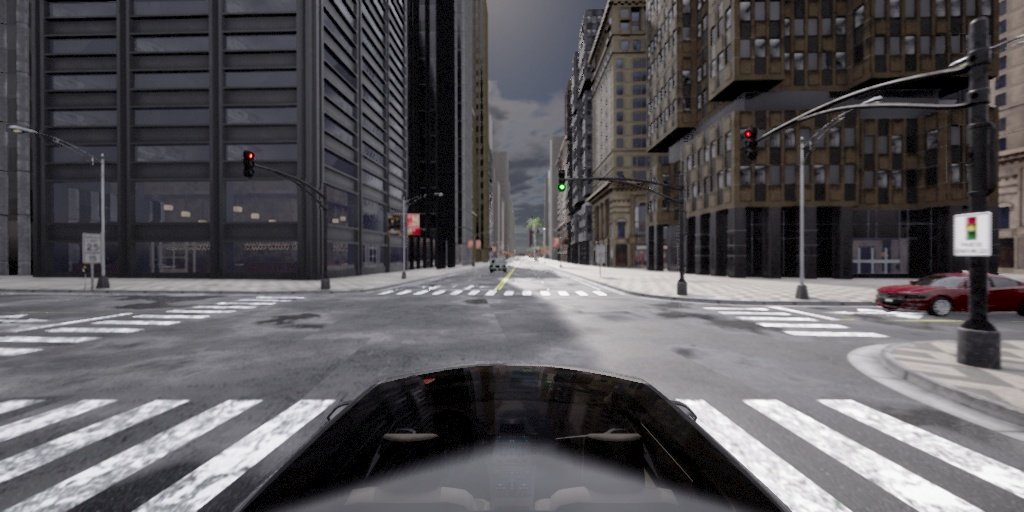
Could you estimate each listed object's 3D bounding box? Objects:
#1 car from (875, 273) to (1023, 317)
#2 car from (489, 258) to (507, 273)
[{"bbox_3d":[16.605,1.368,13.363,5.008,1.535,1.882,0,0,2],"label":"car"},{"bbox_3d":[-1.807,1.282,48.437,2.150,2.045,5.566,0,0,2],"label":"car"}]
